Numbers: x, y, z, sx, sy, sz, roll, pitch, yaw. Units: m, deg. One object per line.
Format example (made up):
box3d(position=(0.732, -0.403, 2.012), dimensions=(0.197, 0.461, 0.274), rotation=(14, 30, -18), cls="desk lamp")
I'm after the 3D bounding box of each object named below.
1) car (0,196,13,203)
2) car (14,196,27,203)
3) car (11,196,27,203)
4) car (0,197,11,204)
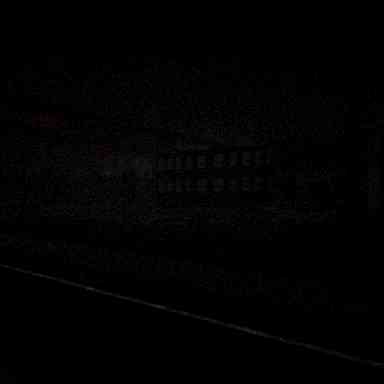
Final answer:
box3d(position=(-35.657, 1.294, 61.053), dimensions=(4.536, 1.218, 1.853), rotation=(0, 0, 7), cls="car")
box3d(position=(-32.098, 1.294, 62.308), dimensions=(1.853, 1.218, 4.536), rotation=(0, 0, -23), cls="car")
box3d(position=(-32.077, 1.452, 62.261), dimensions=(2.038, 1.542, 4.974), rotation=(0, 0, -23), cls="car")
box3d(position=(-35.605, 1.452, 61.047), dimensions=(4.974, 1.542, 2.038), rotation=(0, 0, 7), cls="car")
